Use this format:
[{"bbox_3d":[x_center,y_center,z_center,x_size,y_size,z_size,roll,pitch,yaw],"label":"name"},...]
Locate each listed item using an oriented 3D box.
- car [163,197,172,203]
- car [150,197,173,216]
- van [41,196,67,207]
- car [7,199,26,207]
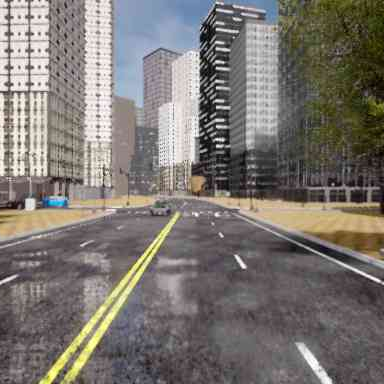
[{"bbox_3d":[-6.546,2.144,88.911,2.128,1.511,4.902,0,0,0],"label":"car"},{"bbox_3d":[-3.286,1.636,36.238,2.097,1.767,4.553,0,0,0],"label":"car"},{"bbox_3d":[-22.670,1.627,54.963,3.998,1.788,1.690,0,0,1],"label":"van"},{"bbox_3d":[-28.209,1.805,55.008,4.507,1.381,1.887,0,0,1],"label":"car"}]
